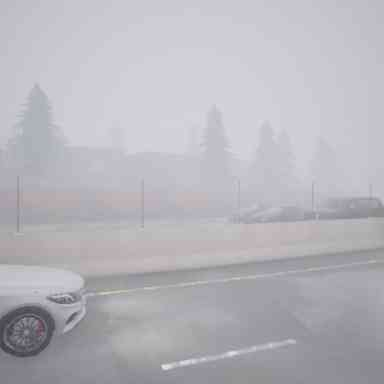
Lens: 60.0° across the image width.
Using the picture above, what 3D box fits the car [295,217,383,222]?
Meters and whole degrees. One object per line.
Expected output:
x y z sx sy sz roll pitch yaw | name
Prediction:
8.308 1.260 18.276 5.566 2.045 2.150 0 0 -30 | car

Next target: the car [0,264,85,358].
-4.002 1.530 4.825 4.674 1.442 1.812 0 0 -20 | car

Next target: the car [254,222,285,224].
5.608 1.566 20.798 4.674 1.442 1.812 0 0 -29 | car
